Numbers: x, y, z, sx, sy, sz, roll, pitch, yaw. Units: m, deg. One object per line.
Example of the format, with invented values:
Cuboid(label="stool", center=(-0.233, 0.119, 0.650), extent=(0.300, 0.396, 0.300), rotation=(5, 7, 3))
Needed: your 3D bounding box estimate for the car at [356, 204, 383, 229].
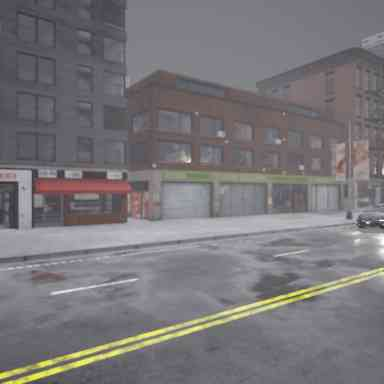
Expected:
Cuboid(label="car", center=(11.856, 1.483, 20.112), extent=(4.892, 1.490, 1.837), rotation=(0, 0, -35))
